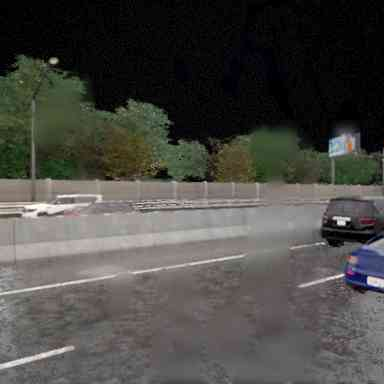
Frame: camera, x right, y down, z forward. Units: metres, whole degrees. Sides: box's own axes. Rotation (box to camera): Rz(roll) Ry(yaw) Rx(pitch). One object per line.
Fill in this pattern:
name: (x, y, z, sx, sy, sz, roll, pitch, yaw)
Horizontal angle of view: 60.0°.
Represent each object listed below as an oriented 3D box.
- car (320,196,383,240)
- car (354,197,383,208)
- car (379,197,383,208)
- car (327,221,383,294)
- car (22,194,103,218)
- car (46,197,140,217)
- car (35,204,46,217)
car: (7.491, 1.184, 13.379, 5.566, 2.045, 2.150, 0, 0, -35)
car: (25.429, 1.480, 47.844, 4.181, 1.385, 1.994, 0, 0, -35)
car: (27.736, 1.408, 45.190, 4.902, 1.511, 2.128, 0, 0, -35)
car: (5.286, 1.501, 7.523, 4.674, 1.442, 1.812, 0, 0, -36)
car: (-8.834, 1.202, 23.481, 5.566, 2.045, 2.150, 0, 0, -35)
car: (-4.940, 1.333, 17.662, 4.553, 1.767, 2.097, 0, 0, -35)
car: (-7.032, 1.545, 20.468, 4.181, 1.385, 1.994, 0, 0, -35)
